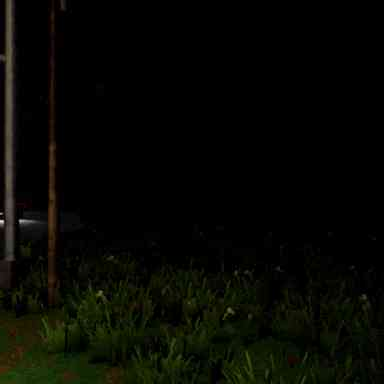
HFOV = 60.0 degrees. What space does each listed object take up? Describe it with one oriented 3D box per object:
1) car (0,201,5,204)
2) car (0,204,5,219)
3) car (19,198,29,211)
[{"bbox_3d":[-16.100,1.537,28.019,1.994,1.385,4.181,0,0,-33],"label":"car"},{"bbox_3d":[-12.508,1.574,18.700,1.895,1.301,4.718,0,0,-13],"label":"car"},{"bbox_3d":[-20.875,1.478,39.285,4.892,1.490,1.837,0,0,44],"label":"car"}]
